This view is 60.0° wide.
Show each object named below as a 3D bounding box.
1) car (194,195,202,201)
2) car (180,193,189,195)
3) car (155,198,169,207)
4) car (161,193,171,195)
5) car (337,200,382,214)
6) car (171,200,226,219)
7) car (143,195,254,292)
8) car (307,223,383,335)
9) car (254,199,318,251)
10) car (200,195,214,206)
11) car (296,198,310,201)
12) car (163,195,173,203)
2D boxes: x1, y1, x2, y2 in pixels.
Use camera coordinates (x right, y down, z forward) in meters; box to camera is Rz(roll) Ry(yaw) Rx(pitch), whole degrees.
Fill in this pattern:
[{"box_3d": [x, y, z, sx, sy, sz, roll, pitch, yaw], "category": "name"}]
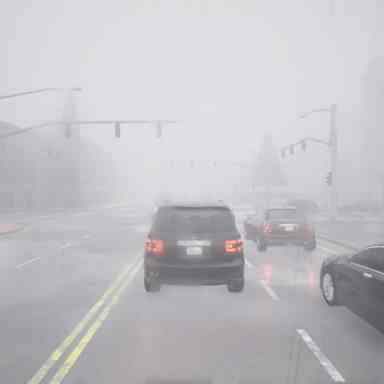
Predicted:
[{"box_3d": [1.481, 1.552, 88.735, 1.994, 1.385, 4.181, 0, 0, -1], "category": "car"}, {"box_3d": [-1.814, 1.496, 80.269, 1.837, 1.490, 4.892, 0, 0, -1], "category": "car"}, {"box_3d": [-4.717, 1.601, 52.206, 1.895, 1.301, 4.718, 0, 0, -1], "category": "car"}, {"box_3d": [-4.924, 1.221, 62.214, 2.150, 2.045, 5.566, 0, 0, 0], "category": "car"}, {"box_3d": [16.980, 1.526, 34.164, 4.674, 1.442, 1.812, 0, 0, -2], "category": "car"}, {"box_3d": [0.654, 1.491, 29.966, 4.902, 1.511, 2.128, 0, 0, -42], "category": "car"}, {"box_3d": [0.051, 1.221, 9.035, 2.150, 2.045, 5.566, 0, 0, 0], "category": "car"}, {"box_3d": [3.606, 1.505, 5.133, 1.837, 1.490, 4.892, 0, 0, 0], "category": "car"}, {"box_3d": [3.531, 1.352, 14.214, 2.097, 1.767, 4.553, 0, 0, 0], "category": "car"}, {"box_3d": [2.375, 1.352, 53.934, 2.097, 1.767, 4.553, 0, 0, -1], "category": "car"}, {"box_3d": [11.612, 1.505, 37.535, 4.892, 1.490, 1.837, 0, 0, -2], "category": "car"}, {"box_3d": [-5.123, 1.477, 72.378, 1.882, 1.535, 5.008, 0, 0, -1], "category": "car"}]
